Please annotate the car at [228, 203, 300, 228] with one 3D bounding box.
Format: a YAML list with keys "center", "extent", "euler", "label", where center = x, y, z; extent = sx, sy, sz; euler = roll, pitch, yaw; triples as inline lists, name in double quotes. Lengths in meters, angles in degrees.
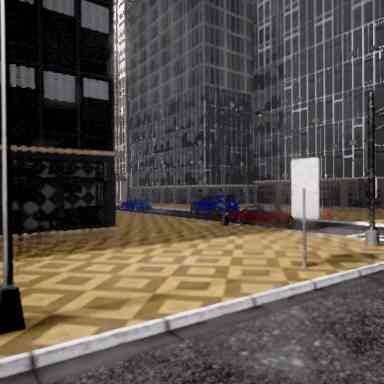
- center: [4.947, 1.631, 22.782]
  extent: [1.895, 1.301, 4.718]
  euler: [-1, 0, -35]
  label: "car"

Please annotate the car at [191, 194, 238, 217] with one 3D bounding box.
- center: [2.114, 1.224, 32.348]
  extent: [2.150, 2.045, 5.566]
  euler: [-1, 0, -36]
  label: "car"

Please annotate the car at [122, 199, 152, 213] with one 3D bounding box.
- center: [-6.516, 1.532, 38.999]
  extent: [1.882, 1.535, 5.008]
  euler: [-1, 0, -35]
  label: "car"
